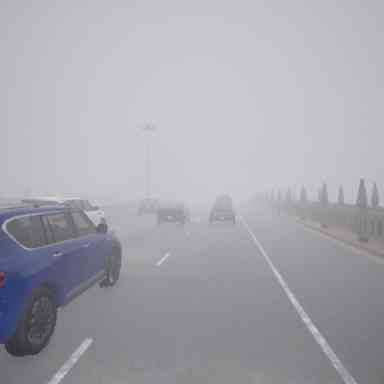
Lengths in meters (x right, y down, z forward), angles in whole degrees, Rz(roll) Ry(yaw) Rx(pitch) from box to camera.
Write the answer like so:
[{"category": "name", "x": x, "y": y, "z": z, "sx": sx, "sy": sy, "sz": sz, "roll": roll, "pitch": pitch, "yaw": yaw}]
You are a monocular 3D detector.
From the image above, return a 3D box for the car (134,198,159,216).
[{"category": "car", "x": -3.924, "y": 1.412, "z": 33.148, "sx": 2.097, "sy": 1.767, "sz": 4.553, "roll": 0, "pitch": 0, "yaw": 6}]

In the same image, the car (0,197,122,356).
[{"category": "car", "x": -3.030, "y": 1.216, "z": 6.243, "sx": 2.150, "sy": 2.045, "sz": 5.566, "roll": 0, "pitch": 0, "yaw": 4}]

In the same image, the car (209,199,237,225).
[{"category": "car", "x": 2.272, "y": 1.545, "z": 24.809, "sx": 2.128, "sy": 1.511, "sz": 4.902, "roll": 0, "pitch": 0, "yaw": 6}]

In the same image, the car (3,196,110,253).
[{"category": "car", "x": -5.732, "y": 1.225, "z": 15.127, "sx": 2.150, "sy": 2.045, "sz": 5.566, "roll": 0, "pitch": 0, "yaw": 6}]

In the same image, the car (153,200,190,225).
[{"category": "car", "x": -1.267, "y": 1.519, "z": 24.594, "sx": 1.882, "sy": 1.535, "sz": 5.008, "roll": 0, "pitch": 0, "yaw": 6}]

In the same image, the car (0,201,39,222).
[{"category": "car", "x": -15.210, "y": 1.555, "z": 27.743, "sx": 2.033, "sy": 1.411, "sz": 5.357, "roll": 0, "pitch": 0, "yaw": 6}]

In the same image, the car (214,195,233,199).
[{"category": "car", "x": 4.059, "y": 1.344, "z": 42.517, "sx": 2.150, "sy": 2.045, "sz": 5.566, "roll": 0, "pitch": 0, "yaw": 6}]
